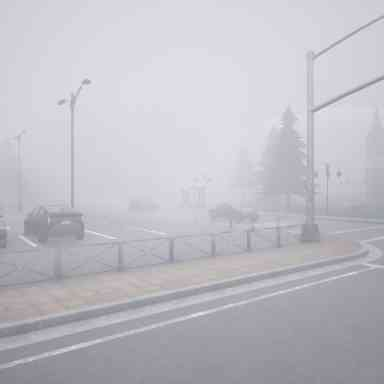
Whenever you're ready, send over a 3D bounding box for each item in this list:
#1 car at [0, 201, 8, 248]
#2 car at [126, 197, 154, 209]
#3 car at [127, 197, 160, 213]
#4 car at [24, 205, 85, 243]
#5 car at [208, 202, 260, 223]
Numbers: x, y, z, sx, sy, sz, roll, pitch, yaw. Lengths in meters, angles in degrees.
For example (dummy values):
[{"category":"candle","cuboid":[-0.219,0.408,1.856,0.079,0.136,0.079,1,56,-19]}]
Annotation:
[{"category":"car","cuboid":[-8.898,1.331,13.418,2.152,1.636,5.027,0,0,-36]},{"category":"car","cuboid":[-7.412,1.505,46.659,1.837,1.490,4.892,0,0,-36]},{"category":"car","cuboid":[-5.518,1.354,37.894,2.097,1.767,4.553,0,0,-36]},{"category":"car","cuboid":[-6.387,1.340,15.298,2.007,1.523,4.514,0,0,-36]},{"category":"car","cuboid":[3.177,1.526,26.122,1.812,1.442,4.674,0,0,-37]}]
